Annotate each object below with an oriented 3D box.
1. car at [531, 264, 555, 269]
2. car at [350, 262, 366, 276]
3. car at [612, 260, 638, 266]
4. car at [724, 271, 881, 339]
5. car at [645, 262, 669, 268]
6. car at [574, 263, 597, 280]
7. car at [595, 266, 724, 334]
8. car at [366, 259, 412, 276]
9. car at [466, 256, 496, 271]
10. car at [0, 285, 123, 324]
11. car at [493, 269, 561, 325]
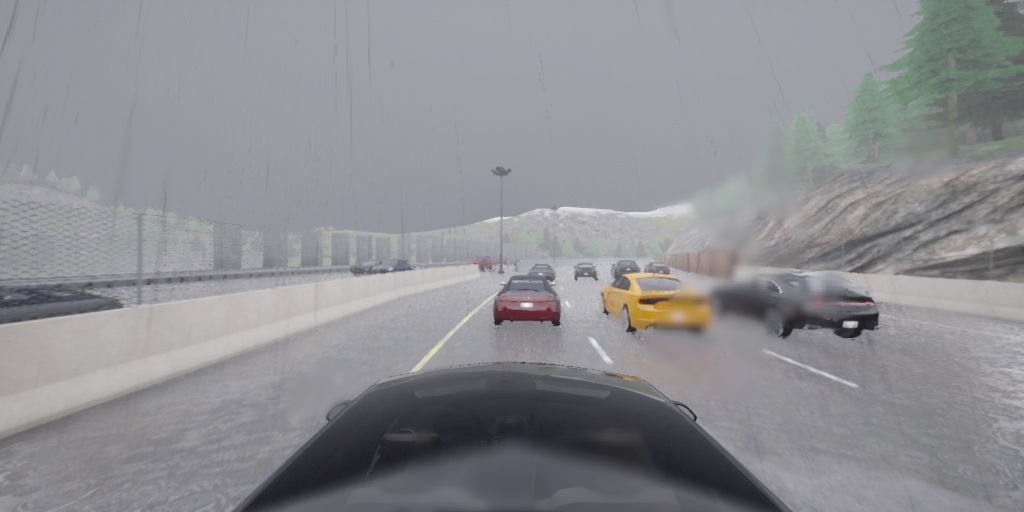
[{"bbox_3d":[2.450,1.321,28.821,1.994,1.385,4.181,0,0,9],"label":"car"},{"bbox_3d":[-14.189,1.194,36.528,1.882,1.535,5.008,0,0,11],"label":"car"},{"bbox_3d":[10.123,1.128,32.086,2.097,1.767,4.553,0,0,11],"label":"car"},{"bbox_3d":[7.430,1.260,10.153,2.128,1.511,4.902,0,0,3],"label":"car"},{"bbox_3d":[14.428,1.313,35.753,1.812,1.442,4.674,0,0,12],"label":"car"},{"bbox_3d":[6.428,1.293,31.444,1.812,1.442,4.674,0,0,10],"label":"car"},{"bbox_3d":[3.956,1.238,10.709,1.882,1.535,5.008,0,0,3],"label":"car"},{"bbox_3d":[-11.163,1.075,33.561,2.097,1.767,4.553,0,0,10],"label":"car"},{"bbox_3d":[-4.328,0.966,48.317,2.150,2.045,5.566,0,0,15],"label":"car"},{"bbox_3d":[-10.414,1.289,6.982,1.994,1.385,4.181,0,0,2],"label":"car"},{"bbox_3d":[0.522,1.316,11.846,1.994,1.385,4.181,0,0,3],"label":"car"}]
